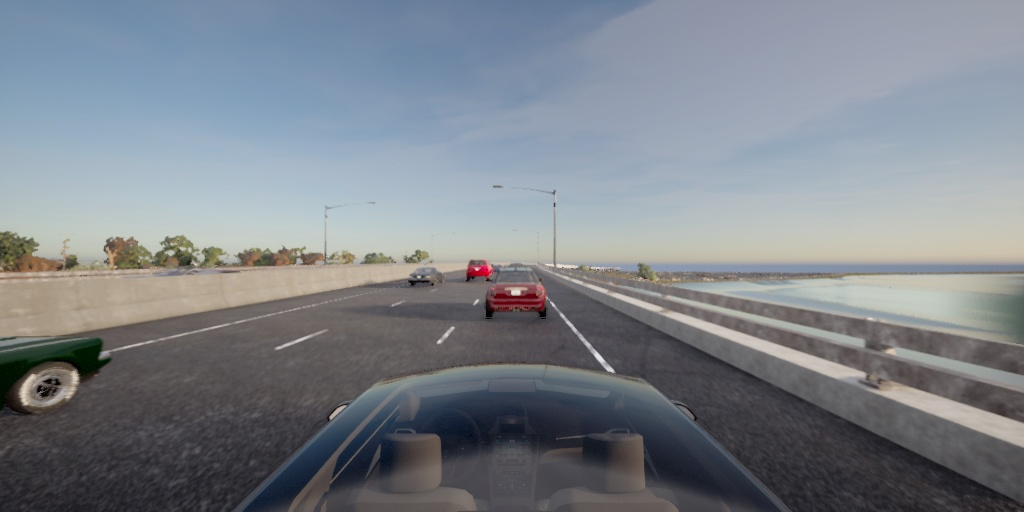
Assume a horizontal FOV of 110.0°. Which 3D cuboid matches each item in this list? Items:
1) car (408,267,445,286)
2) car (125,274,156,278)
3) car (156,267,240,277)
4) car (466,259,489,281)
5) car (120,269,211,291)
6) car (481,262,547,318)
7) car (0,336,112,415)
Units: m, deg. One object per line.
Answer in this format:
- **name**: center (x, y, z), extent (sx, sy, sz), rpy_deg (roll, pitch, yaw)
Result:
- **car**: center (-6.689, 1.604, 28.492), extent (2.033, 1.411, 5.357), rpy_deg (0, -1, 1)
- **car**: center (-20.955, 1.489, 22.983), extent (2.128, 1.511, 4.902), rpy_deg (0, -1, 1)
- **car**: center (-17.479, 1.497, 20.995), extent (1.812, 1.442, 4.674), rpy_deg (0, -1, 1)
- **car**: center (-3.080, 1.350, 34.824), extent (2.150, 2.045, 5.566), rpy_deg (0, -1, 1)
- **car**: center (-24.424, 1.629, 25.560), extent (1.895, 1.301, 4.718), rpy_deg (0, -1, 1)
- **car**: center (0.149, 1.234, 13.800), extent (2.097, 1.767, 4.553), rpy_deg (0, -1, 0)
- **car**: center (-6.896, 1.368, 3.139), extent (1.895, 1.301, 4.718), rpy_deg (0, -1, 0)
